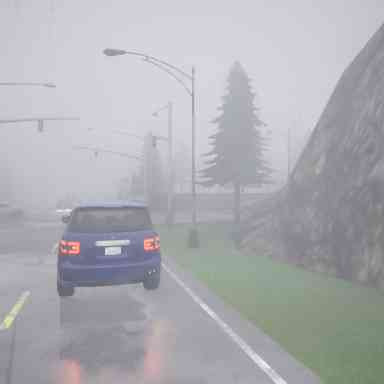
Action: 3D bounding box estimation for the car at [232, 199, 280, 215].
[{"bbox_3d":[6.403,1.505,33.334,4.892,1.490,1.837,0,0,-18],"label":"car"}]

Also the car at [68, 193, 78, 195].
[{"bbox_3d":[-22.934,1.224,63.929,2.150,2.045,5.566,0,0,-17],"label":"car"}]

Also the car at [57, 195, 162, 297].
[{"bbox_3d":[-2.280,1.221,8.946,2.150,2.045,5.566,0,0,-17],"label":"car"}]

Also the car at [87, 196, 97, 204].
[{"bbox_3d":[-19.446,1.526,64.551,1.812,1.442,4.674,0,0,-17],"label":"car"}]

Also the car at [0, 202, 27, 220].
[{"bbox_3d":[-15.798,1.526,26.700,4.674,1.442,1.812,0,2,-42],"label":"car"}]
